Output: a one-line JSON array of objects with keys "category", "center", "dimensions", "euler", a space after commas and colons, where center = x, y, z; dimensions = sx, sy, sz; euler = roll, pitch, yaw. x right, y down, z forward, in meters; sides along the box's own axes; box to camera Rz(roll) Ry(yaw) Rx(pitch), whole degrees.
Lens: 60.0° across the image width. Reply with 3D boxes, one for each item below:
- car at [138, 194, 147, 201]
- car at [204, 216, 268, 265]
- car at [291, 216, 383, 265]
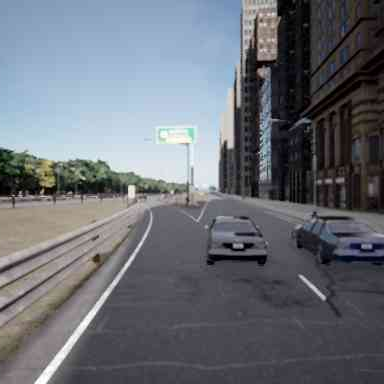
[{"category": "car", "center": [-10.982, 1.229, 74.042], "dimensions": [1.837, 1.490, 4.892], "euler": [0, 0, -12]}, {"category": "car", "center": [1.428, 1.544, 11.699], "dimensions": [2.033, 1.411, 5.357], "euler": [0, 0, 4]}, {"category": "car", "center": [4.920, 1.535, 11.577], "dimensions": [2.033, 1.411, 5.357], "euler": [0, 0, 4]}]
